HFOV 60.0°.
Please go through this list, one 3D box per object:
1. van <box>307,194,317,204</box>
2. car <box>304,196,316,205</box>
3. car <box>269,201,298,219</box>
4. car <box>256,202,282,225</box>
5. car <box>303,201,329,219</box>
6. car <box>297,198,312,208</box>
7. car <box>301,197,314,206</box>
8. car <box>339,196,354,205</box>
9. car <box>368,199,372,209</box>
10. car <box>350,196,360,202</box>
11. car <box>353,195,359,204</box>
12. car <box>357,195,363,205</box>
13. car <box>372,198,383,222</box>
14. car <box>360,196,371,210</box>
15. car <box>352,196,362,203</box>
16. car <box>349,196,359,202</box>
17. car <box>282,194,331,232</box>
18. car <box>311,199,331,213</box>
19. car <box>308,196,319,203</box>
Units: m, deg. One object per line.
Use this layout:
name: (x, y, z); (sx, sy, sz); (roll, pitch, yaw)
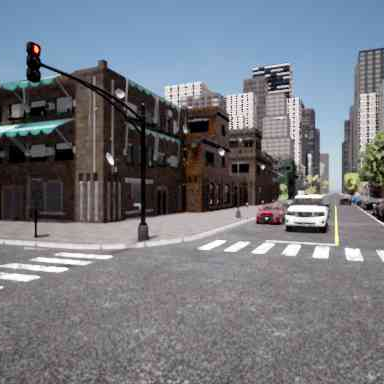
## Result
van: (23.426, 1.353, 64.874); (1.690, 1.788, 3.998); (0, 0, 23)
car: (21.175, 1.531, 59.642); (1.752, 1.417, 4.829); (0, 0, 23)
car: (8.141, 1.555, 29.345); (1.947, 1.339, 4.313); (0, 0, 23)
car: (5.879, 1.533, 24.308); (1.887, 1.381, 4.507); (0, 0, 23)
car: (11.178, 1.555, 29.767); (1.994, 1.385, 4.181); (0, 0, 24)
car: (16.876, 1.579, 49.648); (1.802, 1.307, 4.206); (0, 0, 23)
car: (19.059, 1.583, 54.723); (1.802, 1.307, 4.206); (0, 0, 23)
car: (27.192, 1.503, 58.973); (2.128, 1.511, 4.902); (0, 0, 23)
car: (18.023, 1.561, 31.110); (1.947, 1.339, 4.313); (0, 0, 23)
car: (37.674, 1.622, 76.789); (1.802, 1.307, 4.206); (0, 0, 23)
car: (28.940, 1.593, 56.487); (1.802, 1.307, 4.206); (0, 0, 23)
car: (24.574, 1.553, 46.336); (2.008, 1.369, 4.403); (0, 0, 23)
car: (15.840, 1.309, 26.033); (2.192, 1.841, 5.009); (0, 0, 23)
car: (22.391, 1.565, 41.261); (1.947, 1.339, 4.313); (0, 0, 23)
car: (35.558, 1.557, 71.870); (1.752, 1.417, 4.829); (0, 0, 23)
car: (39.858, 1.613, 81.866); (1.947, 1.339, 4.313); (0, 0, 23)
car: (7.188, 1.212, 20.541); (2.150, 2.045, 5.566); (0, 0, 23)
car: (15.322, 1.541, 39.232); (2.033, 1.411, 5.357); (0, 0, 23)
car: (25.609, 1.570, 69.950); (2.008, 1.369, 4.403); (0, 0, 23)
